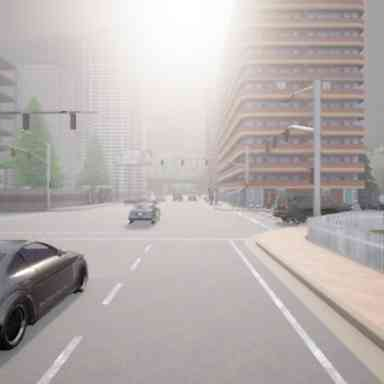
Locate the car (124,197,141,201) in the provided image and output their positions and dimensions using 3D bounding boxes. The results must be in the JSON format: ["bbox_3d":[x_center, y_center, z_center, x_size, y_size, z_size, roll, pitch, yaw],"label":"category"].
[{"bbox_3d":[-10.536,1.571,57.925,1.895,1.301,4.718,0,0,1],"label":"car"}]

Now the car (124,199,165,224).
[{"bbox_3d":[-3.412,1.524,24.526,2.033,1.411,5.357,0,0,0],"label":"car"}]

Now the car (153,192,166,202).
[{"bbox_3d":[-6.993,1.317,73.597,2.097,1.767,4.553,0,0,0],"label":"car"}]

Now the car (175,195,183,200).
[{"bbox_3d":[-3.492,1.488,89.083,1.994,1.385,4.181,0,0,0],"label":"car"}]

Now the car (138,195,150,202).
[{"bbox_3d":[-10.494,1.440,73.308,1.882,1.535,5.008,0,0,0],"label":"car"}]

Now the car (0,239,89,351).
[{"bbox_3d":[-3.435,1.561,6.207,1.994,1.385,4.181,0,0,1],"label":"car"}]

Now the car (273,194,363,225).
[{"bbox_3d":[8.446,1.149,23.145,5.566,2.045,2.150,0,0,-7],"label":"car"}]

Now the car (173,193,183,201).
[{"bbox_3d":[-3.493,1.178,79.833,2.150,2.045,5.566,0,0,0],"label":"car"}]

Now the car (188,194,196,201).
[{"bbox_3d":[0.007,1.309,80.614,2.097,1.767,4.553,0,0,0],"label":"car"}]

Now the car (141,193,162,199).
[{"bbox_3d":[-7.039,1.461,58.276,2.128,1.511,4.902,0,0,1],"label":"car"}]

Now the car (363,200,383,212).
[{"bbox_3d":[20.979,1.525,37.339,4.718,1.301,1.895,0,0,-28],"label":"car"}]
